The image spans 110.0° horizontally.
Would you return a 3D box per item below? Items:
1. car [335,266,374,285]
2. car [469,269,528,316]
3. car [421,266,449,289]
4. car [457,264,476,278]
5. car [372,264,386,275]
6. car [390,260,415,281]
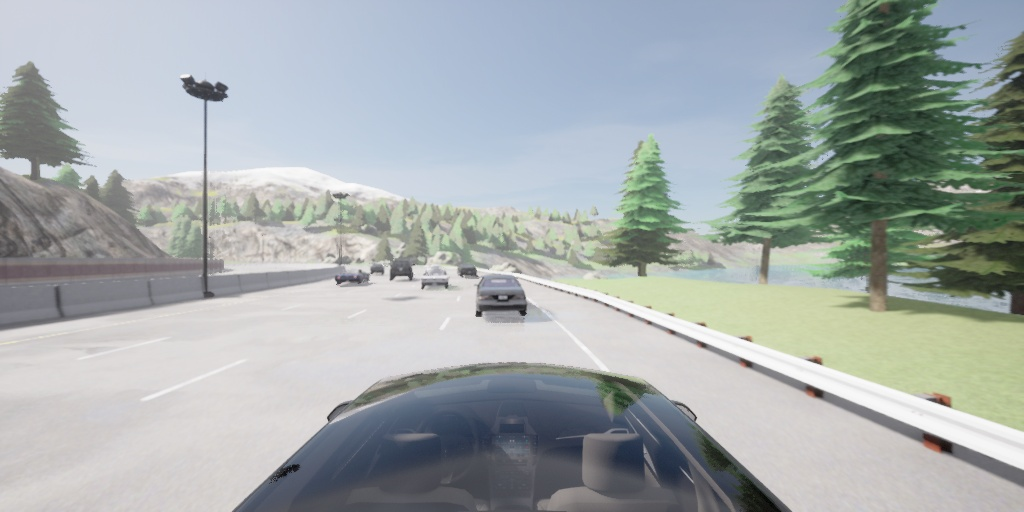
[{"bbox_3d":[-13.441,1.736,30.503,1.895,1.301,4.718,0,-1,-11],"label":"car"},{"bbox_3d":[-0.520,1.431,14.213,2.033,1.411,5.357,0,-1,-5],"label":"car"},{"bbox_3d":[-5.589,1.643,26.360,1.895,1.301,4.718,0,-1,-10],"label":"car"},{"bbox_3d":[-5.305,1.679,41.823,1.882,1.535,5.008,0,0,-15],"label":"car"},{"bbox_3d":[-18.890,1.880,50.351,1.837,1.490,4.892,0,-1,-19],"label":"car"},{"bbox_3d":[-11.237,1.410,36.732,2.150,2.045,5.566,0,0,-14],"label":"car"}]
